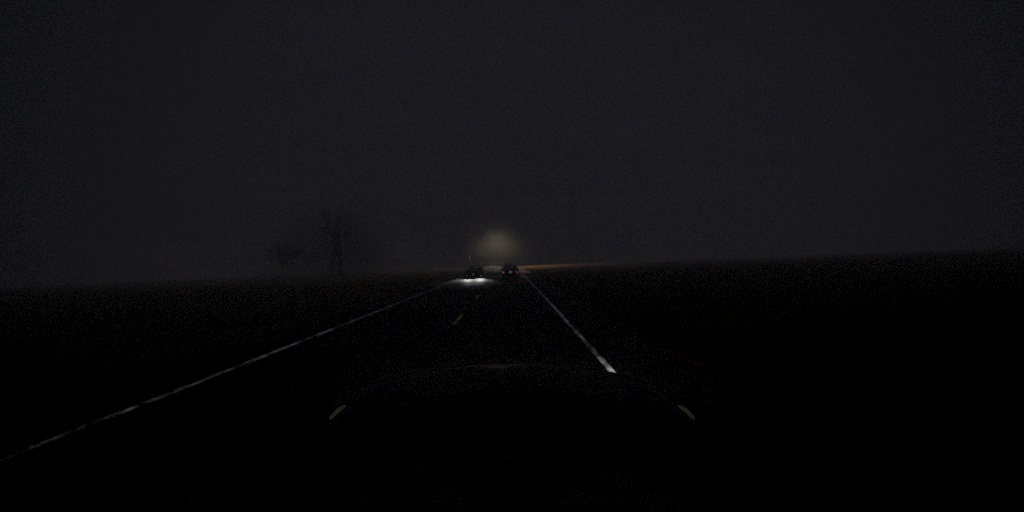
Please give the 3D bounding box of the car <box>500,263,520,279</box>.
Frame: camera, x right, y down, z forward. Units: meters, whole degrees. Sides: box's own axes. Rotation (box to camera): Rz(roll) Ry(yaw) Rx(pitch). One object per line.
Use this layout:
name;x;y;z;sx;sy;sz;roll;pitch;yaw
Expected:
car;-0.168;1.583;36.229;2.033;1.411;5.357;-1;0;-1

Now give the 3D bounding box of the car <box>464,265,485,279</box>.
car;-3.872;1.670;37.815;1.994;1.385;4.181;-1;-1;-1
